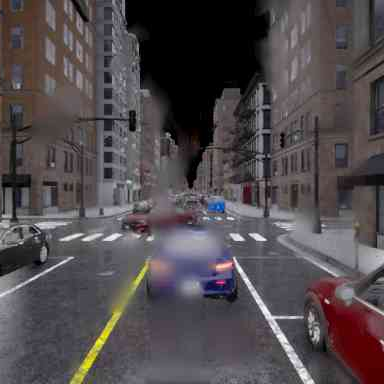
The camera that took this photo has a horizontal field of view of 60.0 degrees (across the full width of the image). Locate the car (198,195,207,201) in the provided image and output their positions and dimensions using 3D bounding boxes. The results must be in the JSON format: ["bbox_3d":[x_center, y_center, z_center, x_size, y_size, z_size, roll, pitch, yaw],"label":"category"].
[{"bbox_3d":[2.737,1.522,87.201,2.008,1.369,4.403,0,0,0],"label":"car"}]

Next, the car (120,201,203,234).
[{"bbox_3d":[-1.737,1.479,18.475,1.882,1.535,5.008,-2,-1,37],"label":"car"}]

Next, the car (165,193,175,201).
[{"bbox_3d":[-5.295,1.291,81.525,2.192,1.841,5.009,0,0,0],"label":"car"}]

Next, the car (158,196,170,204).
[{"bbox_3d":[-5.314,1.555,64.480,1.947,1.339,4.313,0,0,0],"label":"car"}]

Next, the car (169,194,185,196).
[{"bbox_3d":[-2.766,1.558,55.981,1.994,1.385,4.181,0,0,1],"label":"car"}]

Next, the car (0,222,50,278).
[{"bbox_3d":[-5.378,1.551,8.989,2.008,1.369,4.403,0,0,0],"label":"car"}]

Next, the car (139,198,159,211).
[{"bbox_3d":[-5.341,1.542,41.752,1.887,1.381,4.507,0,0,0],"label":"car"}]

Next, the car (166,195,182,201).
[{"bbox_3d":[-2.797,1.503,46.012,1.837,1.490,4.892,0,0,0],"label":"car"}]

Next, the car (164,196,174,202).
[{"bbox_3d":[-5.302,1.546,75.844,1.947,1.339,4.313,0,0,0],"label":"car"}]

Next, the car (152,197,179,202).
[{"bbox_3d":[-2.809,1.562,35.963,1.994,1.385,4.181,0,0,0],"label":"car"}]

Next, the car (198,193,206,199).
[{"bbox_3d":[2.711,1.304,64.477,2.192,1.841,5.009,0,0,0],"label":"car"}]

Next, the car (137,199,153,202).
[{"bbox_3d":[-5.348,1.549,36.071,2.008,1.369,4.403,0,0,0],"label":"car"}]

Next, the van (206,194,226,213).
[{"bbox_3d":[2.678,1.339,36.070,1.690,1.788,3.998,0,0,0],"label":"van"}]

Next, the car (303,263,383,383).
[{"bbox_3d":[2.640,1.440,3.470,1.967,1.590,4.097,0,0,0],"label":"car"}]

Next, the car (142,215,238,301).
[{"bbox_3d":[0.013,1.526,8.220,1.812,1.442,4.674,0,0,0],"label":"car"}]

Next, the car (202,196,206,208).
[{"bbox_3d":[2.691,1.579,47.432,1.802,1.307,4.206,0,0,0],"label":"car"}]

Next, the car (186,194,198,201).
[{"bbox_3d":[0.126,1.535,65.820,2.033,1.411,5.357,0,0,0],"label":"car"}]

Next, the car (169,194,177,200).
[{"bbox_3d":[-5.282,1.408,92.889,1.967,1.590,4.097,0,0,0],"label":"car"}]

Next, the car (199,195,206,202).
[{"bbox_3d":[2.704,1.575,58.795,1.802,1.307,4.206,0,0,0],"label":"car"}]
